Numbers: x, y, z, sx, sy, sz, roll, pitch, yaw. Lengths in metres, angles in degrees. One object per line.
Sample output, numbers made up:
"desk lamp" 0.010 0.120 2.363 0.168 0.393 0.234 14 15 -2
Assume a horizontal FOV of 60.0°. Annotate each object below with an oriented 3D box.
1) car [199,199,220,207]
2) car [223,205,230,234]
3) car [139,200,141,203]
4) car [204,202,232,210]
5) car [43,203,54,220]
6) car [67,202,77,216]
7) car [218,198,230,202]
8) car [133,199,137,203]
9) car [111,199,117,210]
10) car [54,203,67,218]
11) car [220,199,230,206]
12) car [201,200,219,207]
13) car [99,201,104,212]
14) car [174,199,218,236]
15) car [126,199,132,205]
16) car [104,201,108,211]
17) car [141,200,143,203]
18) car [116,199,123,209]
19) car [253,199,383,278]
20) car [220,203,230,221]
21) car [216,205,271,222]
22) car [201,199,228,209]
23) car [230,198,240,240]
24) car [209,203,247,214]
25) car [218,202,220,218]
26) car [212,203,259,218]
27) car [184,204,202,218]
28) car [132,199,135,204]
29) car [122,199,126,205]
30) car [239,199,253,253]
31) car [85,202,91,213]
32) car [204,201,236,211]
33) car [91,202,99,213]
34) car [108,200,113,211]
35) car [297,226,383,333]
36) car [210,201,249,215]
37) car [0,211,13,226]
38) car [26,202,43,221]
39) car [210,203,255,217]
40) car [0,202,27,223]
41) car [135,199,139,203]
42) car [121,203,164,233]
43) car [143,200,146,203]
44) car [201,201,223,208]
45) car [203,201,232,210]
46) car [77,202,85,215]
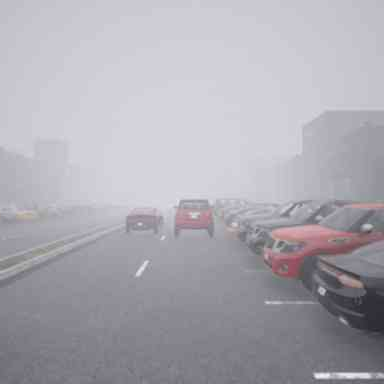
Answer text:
"car" 4.580 2.981 88.268 5.566 2.045 2.435 0 -2 0
"car" 4.460 1.606 16.589 5.366 1.575 1.946 0 -1 0
"car" -15.676 3.050 80.929 4.792 1.488 2.163 0 -1 0
"car" 4.683 2.545 60.697 4.792 1.488 2.163 0 -1 0
"car" -15.731 1.745 30.806 4.553 1.767 2.185 0 -1 0
"car" -15.752 1.983 36.352 5.008 1.535 2.097 0 -1 0
"car" 4.679 1.664 33.133 5.566 2.045 2.435 0 -1 0
"car" -15.630 2.908 75.373 4.792 1.488 2.163 0 -1 0
"car" -15.710 2.408 55.802 4.892 1.521 2.231 0 -1 0
"car" -15.723 1.956 33.574 4.792 1.488 2.163 0 -1 0
"car" 4.680 1.631 24.860 4.553 1.767 2.185 0 -1 0
"car" 4.582 3.033 85.508 4.553 1.767 2.185 0 -2 0
"car" -15.727 2.223 47.591 4.892 1.521 2.231 0 -1 0
"car" 0.107 1.405 19.853 2.150 2.045 5.566 0 -1 0
"car" -15.706 2.420 67.044 5.566 2.045 2.435 0 -1 0
"car" -15.713 2.321 50.244 4.674 1.452 2.002 0 -1 0
"car" -15.646 3.088 83.584 5.008 1.535 2.097 0 -1 0
"car" -15.688 2.576 61.356 4.674 1.452 2.002 0 -1 0
"car" 4.615 1.265 8.330 5.566 2.045 2.435 0 0 0
"car" 4.642 1.704 22.101 5.008 1.535 2.097 0 -1 0
"car" 4.648 1.901 30.371 4.674 1.452 2.002 0 -1 0
"car" 4.612 2.468 68.972 5.566 2.045 2.435 0 -1 0
"car" 4.617 1.322 13.840 5.566 2.045 2.435 0 -1 0
"car" 4.684 2.170 44.153 4.792 1.488 2.163 0 -1 0
"car" 4.679 1.838 27.614 4.792 1.488 2.163 0 -1 0
"car" 4.623 1.999 35.886 4.792 1.488 2.163 0 -1 0
"car" 0.112 2.084 37.395 1.994 1.385 4.181 0 -1 0
"car" -15.637 2.838 72.596 4.792 1.488 2.163 0 -1 0
"car" -15.716 2.479 64.229 4.553 1.767 2.185 0 -1 0
"car" 4.616 1.288 11.083 5.566 2.045 2.435 0 -1 0
"car" -15.763 2.129 41.908 4.792 1.488 2.163 0 -1 0
"car" 4.844 2.446 57.943 5.366 1.575 1.946 0 -1 0
"car" -15.722 2.162 44.813 5.008 1.535 2.097 0 -1 0
"car" -15.738 2.373 53.022 4.792 1.488 2.163 0 -1 0
"car" 4.637 1.496 5.571 5.008 1.535 2.097 0 0 0
"car" 4.622 1.957 41.401 4.553 1.767 2.185 0 -1 0
"car" -2.900 1.222 0.558 2.150 2.045 5.566 0 0 0
"car" -15.950 1.814 28.143 5.366 1.575 1.946 0 -1 0
"car" 4.647 2.025 38.641 5.008 1.535 2.097 0 -1 0
"car" -15.777 1.763 25.363 4.892 1.521 2.231 0 -1 0
"car" -15.838 2.946 78.153 5.366 1.575 1.946 0 -1 0
"car" -2.893 1.682 21.011 1.882 1.535 5.008 0 -1 0
"car" -15.644 3.233 89.258 5.008 1.535 2.097 0 -1 0
"car" 4.621 2.935 77.235 5.008 1.535 2.097 0 -2 0
"car" 4.835 2.579 63.456 5.366 1.575 1.946 0 -1 0
"car" -15.734 2.042 39.131 4.892 1.521 2.231 0 -1 0
